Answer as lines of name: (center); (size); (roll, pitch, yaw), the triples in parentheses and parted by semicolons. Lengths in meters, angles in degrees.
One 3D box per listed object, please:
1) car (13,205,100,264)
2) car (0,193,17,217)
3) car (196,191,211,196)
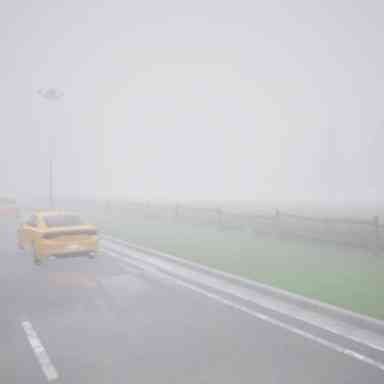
car: (-4.852, 1.411, 11.751); (1.882, 1.535, 5.008); (0, 1, -35)
car: (-14.905, 1.206, 26.129); (2.097, 1.767, 4.553); (0, 0, -35)
car: (3.292, 0.687, 94.391); (1.932, 1.855, 4.605); (0, 0, -35)
